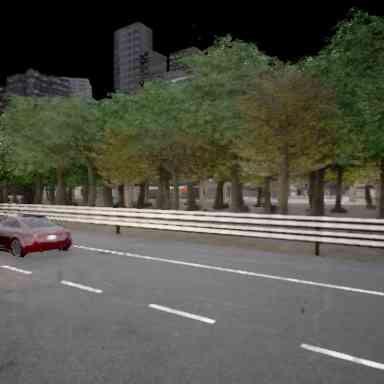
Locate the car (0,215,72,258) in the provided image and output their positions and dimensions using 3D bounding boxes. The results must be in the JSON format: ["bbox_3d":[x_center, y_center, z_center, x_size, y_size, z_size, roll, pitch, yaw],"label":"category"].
[{"bbox_3d":[-6.552,1.571,12.848,4.181,1.385,1.994,0,0,36],"label":"car"}]
